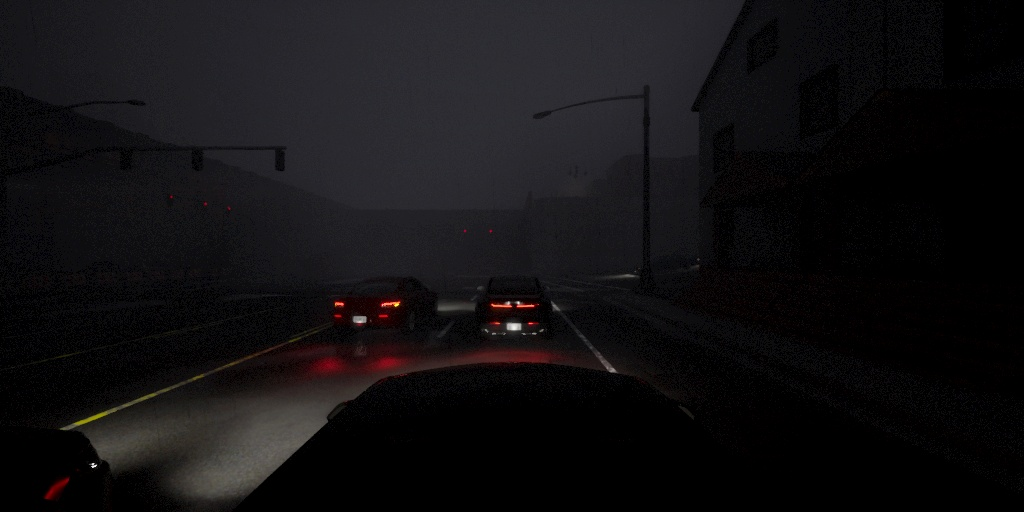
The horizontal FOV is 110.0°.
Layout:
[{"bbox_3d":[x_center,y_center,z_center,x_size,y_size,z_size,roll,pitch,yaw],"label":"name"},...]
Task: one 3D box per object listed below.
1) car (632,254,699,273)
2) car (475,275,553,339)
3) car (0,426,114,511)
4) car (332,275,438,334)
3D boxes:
[{"bbox_3d":[13.035,0.603,30.422,5.357,1.411,2.033,-7,0,-1],"label":"car"},{"bbox_3d":[0.044,1.255,10.034,1.837,1.490,4.892,0,0,0],"label":"car"},{"bbox_3d":[-3.401,1.255,0.168,1.837,1.490,4.892,0,0,0],"label":"car"},{"bbox_3d":[-3.451,1.276,10.451,1.812,1.442,4.674,0,0,0],"label":"car"}]
